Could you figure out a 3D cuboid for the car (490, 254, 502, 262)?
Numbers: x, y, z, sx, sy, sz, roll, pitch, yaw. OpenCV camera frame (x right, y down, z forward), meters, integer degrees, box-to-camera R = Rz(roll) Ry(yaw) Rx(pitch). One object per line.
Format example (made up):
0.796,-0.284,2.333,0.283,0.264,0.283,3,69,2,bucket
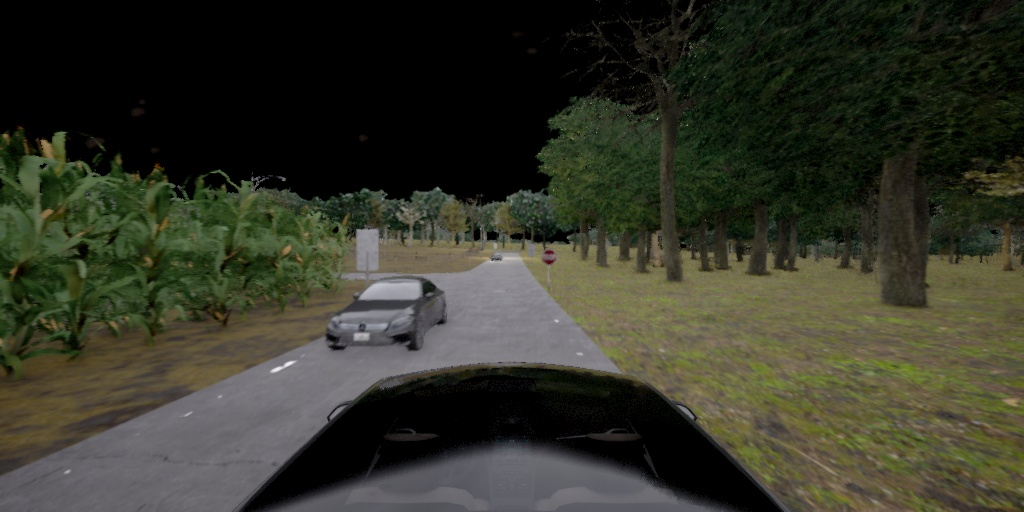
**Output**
-2.747,0.260,63.429,1.994,1.385,4.181,0,2,0,car

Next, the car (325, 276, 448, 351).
-2.833,1.268,9.111,1.812,1.442,4.674,0,0,0,car
